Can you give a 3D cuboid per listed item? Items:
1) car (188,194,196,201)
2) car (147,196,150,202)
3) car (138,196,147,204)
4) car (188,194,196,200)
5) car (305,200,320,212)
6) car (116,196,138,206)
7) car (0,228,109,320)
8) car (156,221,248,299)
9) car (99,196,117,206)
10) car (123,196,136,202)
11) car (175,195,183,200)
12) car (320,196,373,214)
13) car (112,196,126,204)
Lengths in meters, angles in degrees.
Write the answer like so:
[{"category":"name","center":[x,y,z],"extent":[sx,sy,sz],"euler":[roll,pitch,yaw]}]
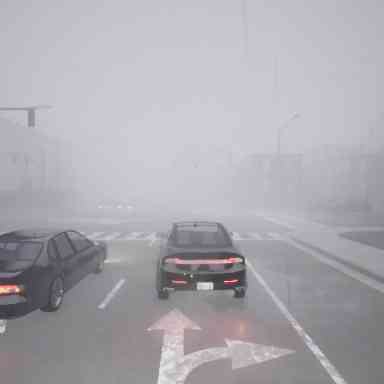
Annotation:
[{"category":"car","center":[-0.029,1.500,82.458],"extent":[1.837,1.490,4.892],"euler":[0,0,0]},{"category":"car","center":[-10.526,1.552,74.154],"extent":[1.994,1.385,4.181],"euler":[0,0,0]},{"category":"car","center":[-10.562,1.478,64.448],"extent":[1.882,1.535,5.008],"euler":[0,0,1]},{"category":"car","center":[-0.033,1.355,92.849],"extent":[2.097,1.767,4.553],"euler":[0,0,0]},{"category":"car","center":[15.698,1.491,38.710],"extent":[4.902,1.511,2.128],"euler":[0,0,0]},{"category":"car","center":[-10.621,1.478,54.872],"extent":[1.882,1.535,5.008],"euler":[0,0,0]},{"category":"car","center":[-3.434,1.547,7.639],"extent":[2.033,1.411,5.357],"euler":[0,0,0]},{"category":"car","center":[0.112,1.492,8.445],"extent":[2.128,1.511,4.902],"euler":[0,0,-3]},{"category":"car","center":[-14.105,1.564,55.582],"extent":[1.994,1.385,4.181],"euler":[0,0,0]},{"category":"car","center":[-14.027,1.540,74.817],"extent":[2.033,1.411,5.357],"euler":[0,0,0]},{"category":"car","center":[-3.533,1.524,92.864],"extent":[1.812,1.442,4.674],"euler":[0,0,0]},{"category":"car","center":[16.528,1.352,35.209],"extent":[4.553,1.767,2.097],"euler":[0,0,0]},{"category":"car","center":[-14.058,1.526,64.280],"extent":[1.812,1.442,4.674],"euler":[0,0,1]}]
